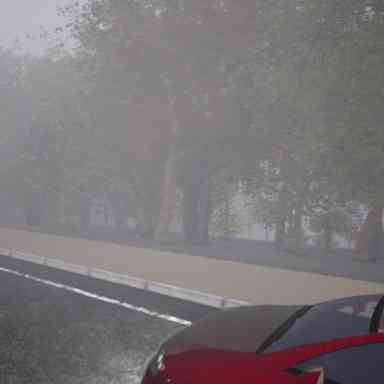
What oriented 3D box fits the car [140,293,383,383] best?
[{"bbox_3d":[1.579,1.563,2.560,4.181,1.385,1.994,1,0,36],"label":"car"}]
